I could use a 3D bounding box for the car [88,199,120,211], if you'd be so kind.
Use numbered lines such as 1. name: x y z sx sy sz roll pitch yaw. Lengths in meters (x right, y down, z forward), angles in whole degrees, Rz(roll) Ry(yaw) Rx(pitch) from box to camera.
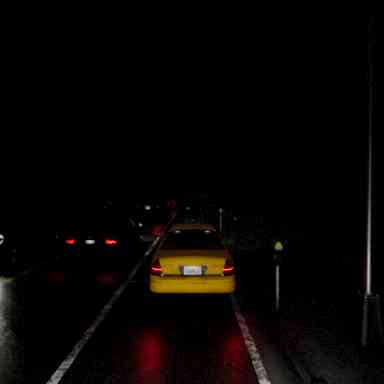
1. car: -8.895 1.439 33.088 1.967 1.590 4.097 -1 0 0

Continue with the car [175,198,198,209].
1. car: -0.368 1.565 33.083 1.947 1.339 4.313 -1 0 0

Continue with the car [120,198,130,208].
1. car: -8.889 1.566 38.594 1.947 1.339 4.313 -1 0 0

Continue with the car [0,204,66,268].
1. car: -6.235 1.349 11.174 2.097 1.767 4.553 0 0 0

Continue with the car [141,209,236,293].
1. car: 0.012 1.455 8.839 1.801 1.575 5.366 0 0 0

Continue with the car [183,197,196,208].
1. car: -0.357 1.549 49.598 1.887 1.381 4.507 -1 0 0

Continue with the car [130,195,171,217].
1. car: -3.127 1.220 26.318 2.150 2.045 5.566 0 0 0

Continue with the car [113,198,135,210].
1. car: -8.886 1.553 44.099 2.008 1.369 4.403 -1 0 0

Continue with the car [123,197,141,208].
1. car: -8.882 1.549 49.605 1.887 1.381 4.507 -1 0 0

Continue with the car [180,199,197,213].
1. car: -0.365 1.545 38.587 1.887 1.381 4.507 -1 0 0

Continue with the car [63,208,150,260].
1. car: -3.034 1.544 12.424 2.033 1.411 5.357 0 0 0

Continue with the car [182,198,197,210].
1. car: -0.361 1.547 44.093 1.887 1.381 4.507 -1 0 0

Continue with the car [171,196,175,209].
1. car: -3.014 1.355 43.526 2.097 1.767 4.553 0 0 0
